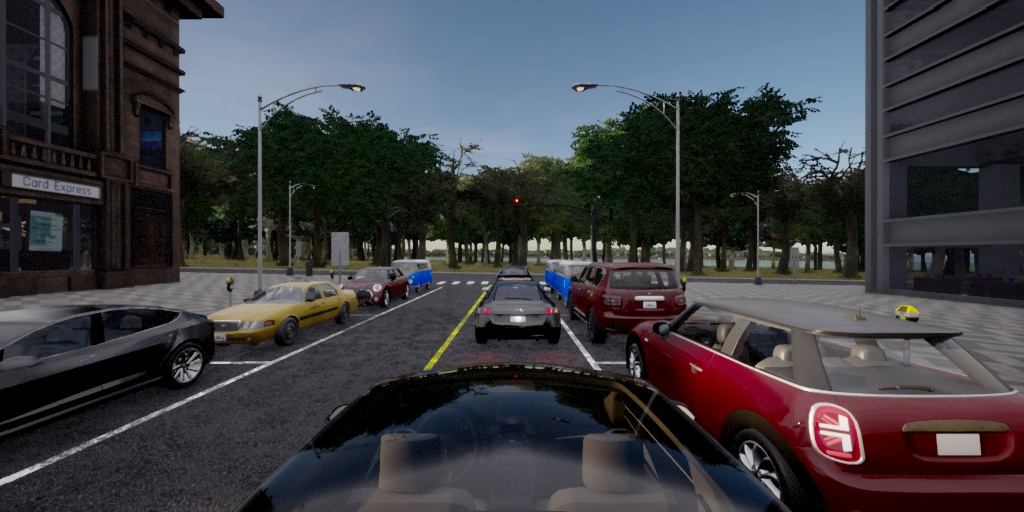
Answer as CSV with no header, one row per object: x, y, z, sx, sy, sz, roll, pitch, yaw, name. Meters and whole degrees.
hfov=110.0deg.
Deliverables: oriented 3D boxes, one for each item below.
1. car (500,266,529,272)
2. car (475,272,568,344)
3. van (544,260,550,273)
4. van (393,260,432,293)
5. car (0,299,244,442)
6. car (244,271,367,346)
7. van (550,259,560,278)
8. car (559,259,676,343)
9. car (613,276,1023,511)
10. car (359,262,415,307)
0.132,1.242,18.525,2.128,1.511,4.902,0,0,0,car
0.119,1.314,9.643,1.994,1.385,4.181,0,0,0,car
2.797,1.092,20.470,1.690,1.789,3.998,0,0,0,van
-5.728,1.091,20.486,1.690,1.789,3.998,0,0,0,van
-5.759,1.316,4.174,1.948,1.339,4.313,0,0,0,car
-5.749,1.275,9.441,1.751,1.417,4.829,0,0,0,car
2.787,1.091,15.033,1.690,1.789,3.998,0,0,0,van
2.777,1.065,9.595,2.192,1.841,5.009,0,0,0,car
2.766,1.190,4.157,1.967,1.591,4.097,0,0,0,car
-5.739,1.190,15.049,1.967,1.591,4.097,0,0,0,car
